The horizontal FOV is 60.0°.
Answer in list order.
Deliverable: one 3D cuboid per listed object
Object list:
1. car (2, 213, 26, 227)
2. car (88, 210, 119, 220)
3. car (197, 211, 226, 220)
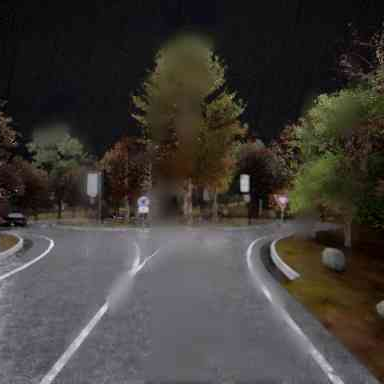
[{"bbox_3d":[-18.373,2.887,34.657,2.033,1.411,5.357,1,-3,-22],"label":"car"},{"bbox_3d":[-14.222,3.649,53.543,5.008,1.535,1.882,1,-3,-39],"label":"car"},{"bbox_3d":[3.221,3.944,56.682,5.008,1.535,1.882,-1,-3,22],"label":"car"}]
